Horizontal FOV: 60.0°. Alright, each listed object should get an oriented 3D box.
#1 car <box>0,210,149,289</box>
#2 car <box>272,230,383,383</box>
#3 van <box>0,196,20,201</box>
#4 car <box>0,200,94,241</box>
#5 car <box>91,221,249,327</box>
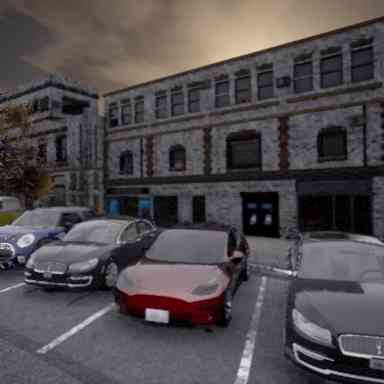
[{"bbox_3d":[-2.257,1.439,9.073,2.231,1.521,4.892,1,0,16],"label":"car"},{"bbox_3d":[2.525,1.479,5.664,2.231,1.521,4.892,1,0,15],"label":"car"},{"bbox_3d":[-9.447,1.155,14.070,1.878,1.987,4.442,1,0,16],"label":"van"},{"bbox_3d":[-4.634,1.293,10.802,2.185,1.767,4.553,1,0,16],"label":"car"},{"bbox_3d":[0.121,1.487,7.333,2.163,1.488,4.792,1,0,16],"label":"car"}]
